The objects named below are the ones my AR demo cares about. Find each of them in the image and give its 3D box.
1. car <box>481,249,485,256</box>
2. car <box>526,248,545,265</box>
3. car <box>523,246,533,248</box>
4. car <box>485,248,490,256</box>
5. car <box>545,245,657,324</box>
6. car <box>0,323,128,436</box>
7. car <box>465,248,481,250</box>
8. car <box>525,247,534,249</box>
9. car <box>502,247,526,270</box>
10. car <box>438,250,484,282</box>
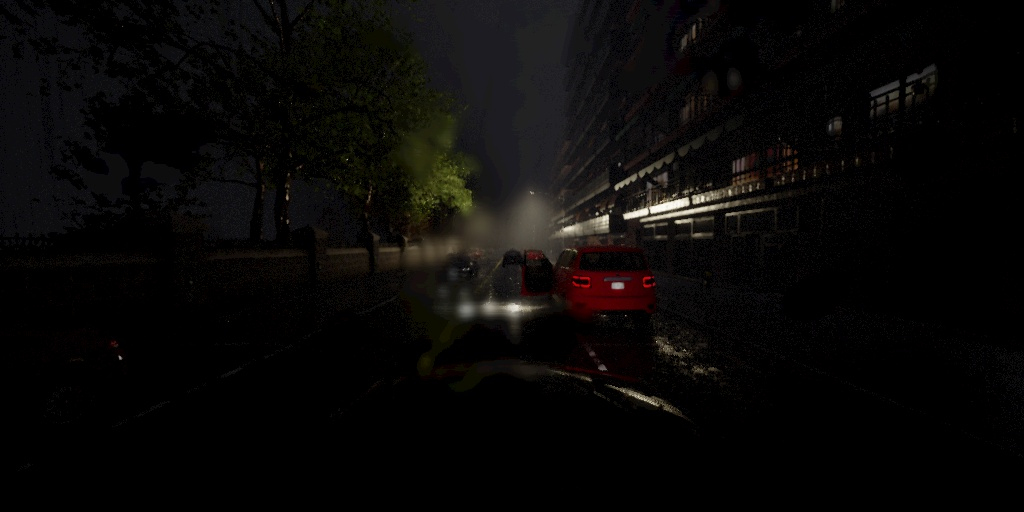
[{"bbox_3d":[-5.622,-0.404,53.463,1.967,1.591,4.097,0,0,0],"label":"car"},{"bbox_3d":[2.744,0.042,42.198,1.888,1.381,4.507,0,0,0],"label":"car"},{"bbox_3d":[2.759,-0.404,53.453,1.967,1.591,4.097,0,0,0],"label":"car"},{"bbox_3d":[-5.607,-0.633,64.719,2.007,1.370,4.403,0,0,0],"label":"car"},{"bbox_3d":[2.407,0.685,10.822,2.150,2.045,5.566,0,2,0],"label":"car"},{"bbox_3d":[-5.688,1.298,2.816,1.802,1.307,4.207,0,0,0],"label":"car"},{"bbox_3d":[-5.629,-0.234,47.837,1.967,1.591,4.097,0,0,0],"label":"car"},{"bbox_3d":[2.751,-0.129,47.826,1.888,1.381,4.507,0,0,0],"label":"car"},{"bbox_3d":[0.094,0.204,34.663,1.882,1.535,5.008,0,2,1],"label":"car"},{"bbox_3d":[-3.073,0.629,21.326,2.128,1.511,4.902,0,2,0],"label":"car"}]
